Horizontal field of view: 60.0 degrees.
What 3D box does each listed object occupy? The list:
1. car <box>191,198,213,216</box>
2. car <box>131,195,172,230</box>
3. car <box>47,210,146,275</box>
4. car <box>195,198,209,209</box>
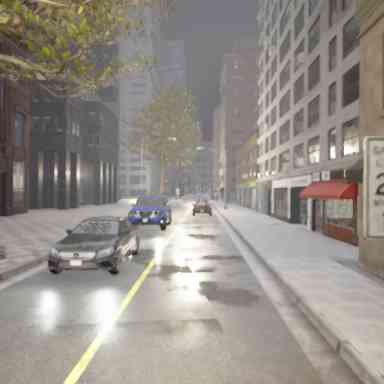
[{"bbox_3d":[0.991,1.557,32.806,1.812,1.442,4.674,0,0,1],"label":"car"},{"bbox_3d":[-2.527,1.218,21.231,2.150,2.045,5.566,0,0,2],"label":"car"},{"bbox_3d":[-2.838,1.512,10.618,1.812,1.442,4.674,0,0,1],"label":"car"},{"bbox_3d":[1.402,1.568,47.327,1.812,1.442,4.674,0,0,2],"label":"car"}]
